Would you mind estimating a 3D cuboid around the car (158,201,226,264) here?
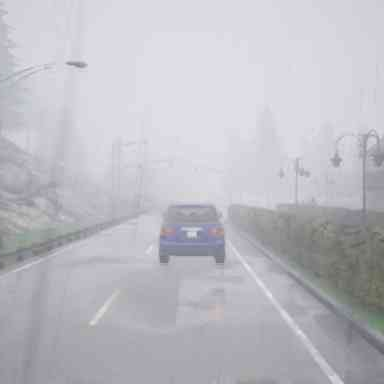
[{"bbox_3d":[0.008,1.360,12.545,2.150,2.045,5.566,0,0,0],"label":"car"}]
